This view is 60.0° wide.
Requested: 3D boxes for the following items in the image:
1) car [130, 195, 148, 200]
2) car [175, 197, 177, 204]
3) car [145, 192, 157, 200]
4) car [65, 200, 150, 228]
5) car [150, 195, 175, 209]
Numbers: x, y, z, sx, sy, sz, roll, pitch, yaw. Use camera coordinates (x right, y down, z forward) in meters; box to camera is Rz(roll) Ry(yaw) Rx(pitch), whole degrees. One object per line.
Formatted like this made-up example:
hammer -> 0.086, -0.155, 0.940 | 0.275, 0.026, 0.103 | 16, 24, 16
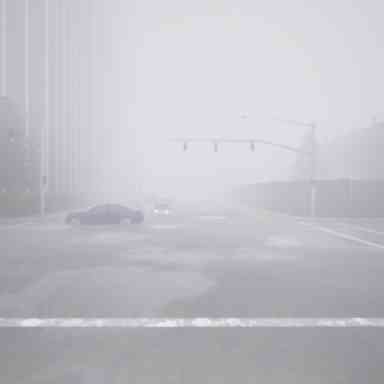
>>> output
car -> -7.144, 1.419, 41.937 | 1.994, 1.385, 4.181 | 0, 0, 0
car -> -3.639, 1.347, 57.783 | 2.033, 1.411, 5.357 | 0, 0, 0
car -> -7.138, 1.025, 57.752 | 2.150, 2.045, 5.566 | 0, 0, 0
car -> -5.503, 1.448, 21.285 | 5.008, 1.535, 1.882 | 0, 0, 0
car -> -3.646, 1.402, 41.823 | 2.033, 1.411, 5.357 | 0, 0, 0
